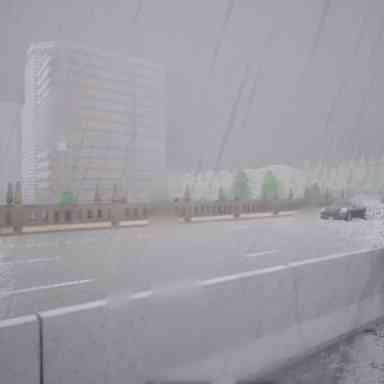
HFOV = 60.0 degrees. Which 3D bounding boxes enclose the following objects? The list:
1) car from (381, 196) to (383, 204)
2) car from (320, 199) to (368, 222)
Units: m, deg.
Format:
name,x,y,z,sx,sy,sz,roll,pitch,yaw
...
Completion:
name,x,y,z,sx,sy,sz,roll,pitch,yaw
car,35.761,1.436,60.588,1.837,1.490,4.892,0,0,21
car,12.024,1.351,26.276,4.553,1.767,2.097,0,0,-42
